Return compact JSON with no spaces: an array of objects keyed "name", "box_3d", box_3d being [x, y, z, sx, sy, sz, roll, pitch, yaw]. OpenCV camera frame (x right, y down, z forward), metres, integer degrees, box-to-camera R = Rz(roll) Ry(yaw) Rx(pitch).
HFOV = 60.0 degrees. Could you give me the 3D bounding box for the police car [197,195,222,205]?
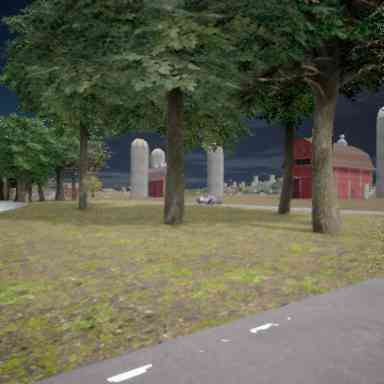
[{"name":"police car","box_3d":[2.856,1.251,52.975,2.038,1.542,4.974,1,-1,-35]}]
